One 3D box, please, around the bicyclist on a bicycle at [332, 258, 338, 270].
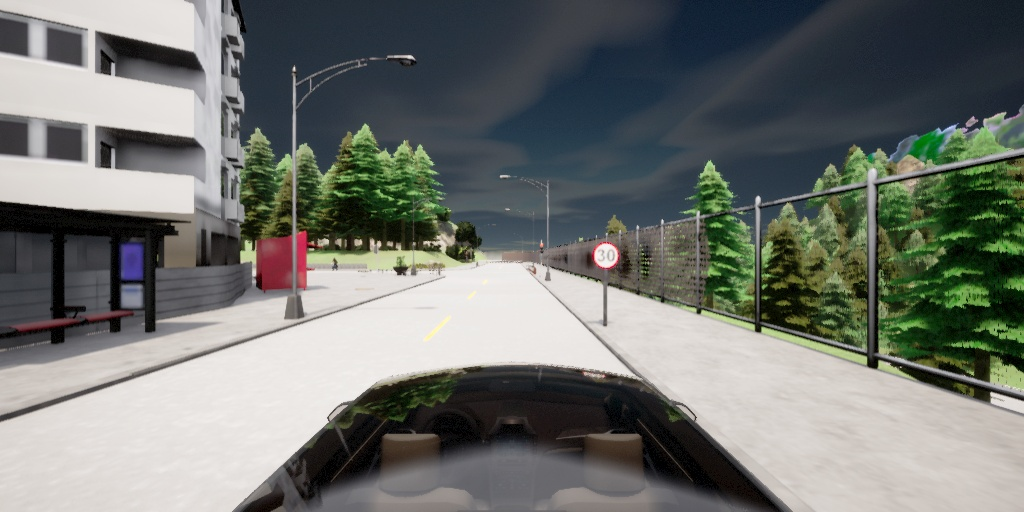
[{"bbox_3d":[-24.156,1.073,48.892,0.582,1.620,1.656,0,0,0],"label":"bicyclist on a bicycle"}]
